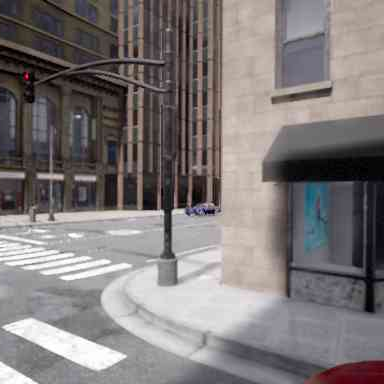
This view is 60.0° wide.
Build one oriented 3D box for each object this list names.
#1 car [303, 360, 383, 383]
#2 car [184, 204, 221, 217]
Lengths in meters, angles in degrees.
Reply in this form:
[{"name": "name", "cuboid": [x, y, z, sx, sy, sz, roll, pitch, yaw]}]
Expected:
[{"name": "car", "cuboid": [2.526, 1.535, 1.151, 4.507, 1.381, 1.887, 0, 1, 35]}, {"name": "car", "cuboid": [1.176, 1.924, 35.357, 1.895, 1.301, 4.718, 1, 0, 35]}]
